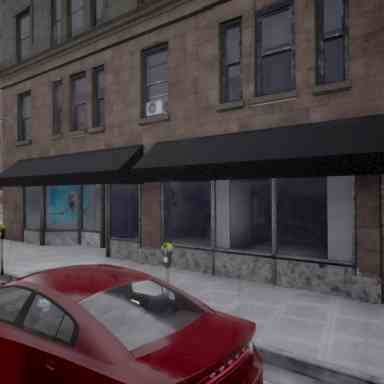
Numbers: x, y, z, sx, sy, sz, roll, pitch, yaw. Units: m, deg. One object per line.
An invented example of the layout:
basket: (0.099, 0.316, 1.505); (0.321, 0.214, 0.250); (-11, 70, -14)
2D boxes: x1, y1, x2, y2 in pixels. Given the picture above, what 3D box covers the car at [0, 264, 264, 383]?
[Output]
car: (-1.430, 1.545, 3.885); (4.507, 1.381, 1.887); (0, 0, 36)
